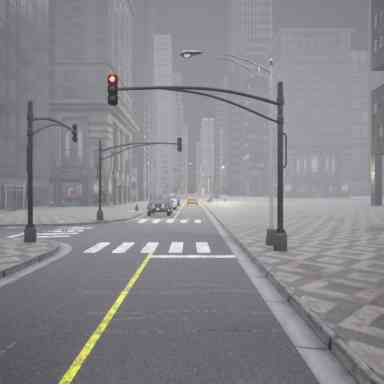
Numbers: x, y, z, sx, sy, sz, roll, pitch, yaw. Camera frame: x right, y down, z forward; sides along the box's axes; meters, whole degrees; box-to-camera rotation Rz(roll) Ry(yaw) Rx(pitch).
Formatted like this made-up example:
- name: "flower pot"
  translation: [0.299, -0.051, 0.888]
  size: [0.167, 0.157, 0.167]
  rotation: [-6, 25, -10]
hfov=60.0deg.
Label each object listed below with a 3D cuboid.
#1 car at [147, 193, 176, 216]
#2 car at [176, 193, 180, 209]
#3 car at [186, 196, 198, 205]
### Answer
- name: "car"
  translation: [-3.082, 1.221, 32.918]
  size: [2.150, 2.045, 5.566]
  rotation: [0, 0, 0]
- name: "car"
  translation: [-3.079, 1.224, 43.365]
  size: [2.150, 2.045, 5.566]
  rotation: [0, 0, 0]
- name: "car"
  translation: [0.024, 1.489, 57.595]
  size: [1.882, 1.535, 5.008]
  rotation: [0, 0, 0]
